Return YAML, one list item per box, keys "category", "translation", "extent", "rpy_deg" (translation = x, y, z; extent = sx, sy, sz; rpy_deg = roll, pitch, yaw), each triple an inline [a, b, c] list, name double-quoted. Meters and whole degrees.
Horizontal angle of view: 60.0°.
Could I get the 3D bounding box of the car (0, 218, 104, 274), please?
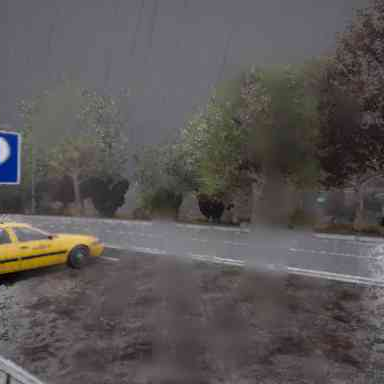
- category: "car"
  translation: [-4.869, 1.459, 8.847]
  extent: [1.946, 1.575, 5.366]
  rpy_deg: [0, 0, 35]
